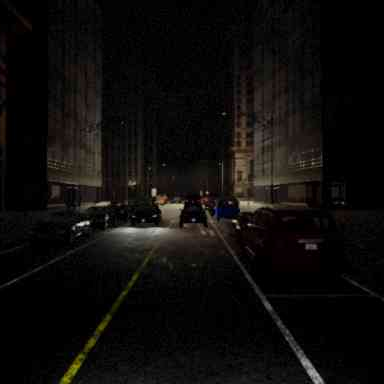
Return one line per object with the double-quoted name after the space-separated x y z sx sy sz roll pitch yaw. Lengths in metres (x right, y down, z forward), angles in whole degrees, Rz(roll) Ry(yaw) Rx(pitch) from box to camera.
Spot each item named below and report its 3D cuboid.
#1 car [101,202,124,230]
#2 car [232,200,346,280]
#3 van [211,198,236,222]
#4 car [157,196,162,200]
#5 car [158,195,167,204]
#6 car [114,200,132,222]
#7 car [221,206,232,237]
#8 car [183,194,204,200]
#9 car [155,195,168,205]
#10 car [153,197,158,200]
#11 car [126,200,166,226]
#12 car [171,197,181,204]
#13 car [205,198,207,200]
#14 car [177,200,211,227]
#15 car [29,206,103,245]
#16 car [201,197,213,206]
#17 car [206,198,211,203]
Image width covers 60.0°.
-5.855 1.563 20.786 2.008 1.369 4.403 1 0 0 "car"
2.677 1.318 9.862 2.192 1.841 5.009 1 0 0 "car"
2.670 1.362 26.243 1.690 1.788 3.998 1 0 0 "van"
-5.866 1.652 48.082 1.947 1.339 4.313 1 0 0 "car"
-5.869 1.663 58.830 1.752 1.417 4.829 0 0 0 "car"
-5.856 1.460 26.246 1.967 1.590 4.097 1 0 0 "car"
2.672 1.557 15.322 2.008 1.369 4.403 1 0 0 "car"
0.088 1.288 43.316 2.150 2.045 5.566 0 0 0 "car"
-5.870 1.483 64.461 2.192 1.841 5.009 0 0 0 "car"
-5.863 1.616 42.623 2.008 1.369 4.403 1 0 0 "car"
-3.107 1.542 23.505 1.812 1.442 4.674 0 0 0 "car"
-3.021 1.793 66.887 1.994 1.385 4.181 0 0 0 "car"
2.663 1.592 37.162 1.887 1.381 4.507 1 0 0 "car"
0.088 1.540 22.811 1.812 1.442 4.674 0 0 0 "car"
-5.853 1.557 15.326 2.008 1.369 4.403 1 0 0 "car"
2.655 1.683 59.001 1.887 1.381 4.507 0 0 0 "car"
2.667 1.473 31.703 1.967 1.590 4.097 1 0 0 "car"
